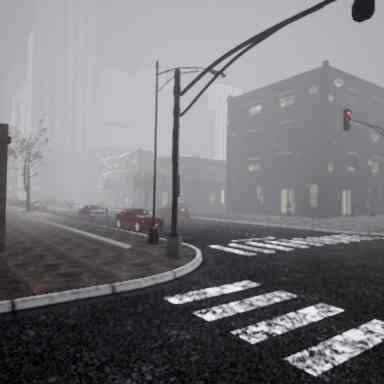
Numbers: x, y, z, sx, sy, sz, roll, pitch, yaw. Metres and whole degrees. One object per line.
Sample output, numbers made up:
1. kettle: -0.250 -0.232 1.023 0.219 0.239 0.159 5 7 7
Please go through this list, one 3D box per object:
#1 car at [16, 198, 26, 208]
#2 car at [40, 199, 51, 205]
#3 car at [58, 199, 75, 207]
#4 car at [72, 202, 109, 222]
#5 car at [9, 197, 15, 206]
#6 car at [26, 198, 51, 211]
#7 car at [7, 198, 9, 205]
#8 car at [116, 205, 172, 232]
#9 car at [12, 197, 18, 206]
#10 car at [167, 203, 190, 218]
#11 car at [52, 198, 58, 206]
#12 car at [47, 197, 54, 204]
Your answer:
1. car: -28.841 2.058 57.930 1.887 1.381 4.507 1 -1 -35
2. car: -37.630 2.491 85.328 1.752 1.417 4.829 1 -1 -35
3. car: -24.925 2.203 67.001 1.967 1.590 4.097 1 -1 -35
4. car: -8.432 1.776 28.270 1.802 1.307 4.206 1 -1 -35
5. car: -34.965 2.176 66.776 1.947 1.339 4.313 1 -1 -35
6. car: -22.483 1.937 48.665 1.752 1.417 4.829 1 -1 -35
7. car: -38.115 1.975 71.327 2.192 1.841 5.009 1 -1 -35
8. car: -3.303 1.662 20.873 1.887 1.381 4.507 1 -1 -35
9. car: -31.812 2.126 62.229 1.947 1.339 4.313 1 -1 -35
10. car: -1.958 1.852 34.096 1.967 1.590 4.097 1 -1 -35
11. car: -28.077 2.395 71.546 1.802 1.307 4.206 1 -1 -35
12. car: -34.379 2.228 80.644 2.192 1.841 5.009 1 -1 -35
